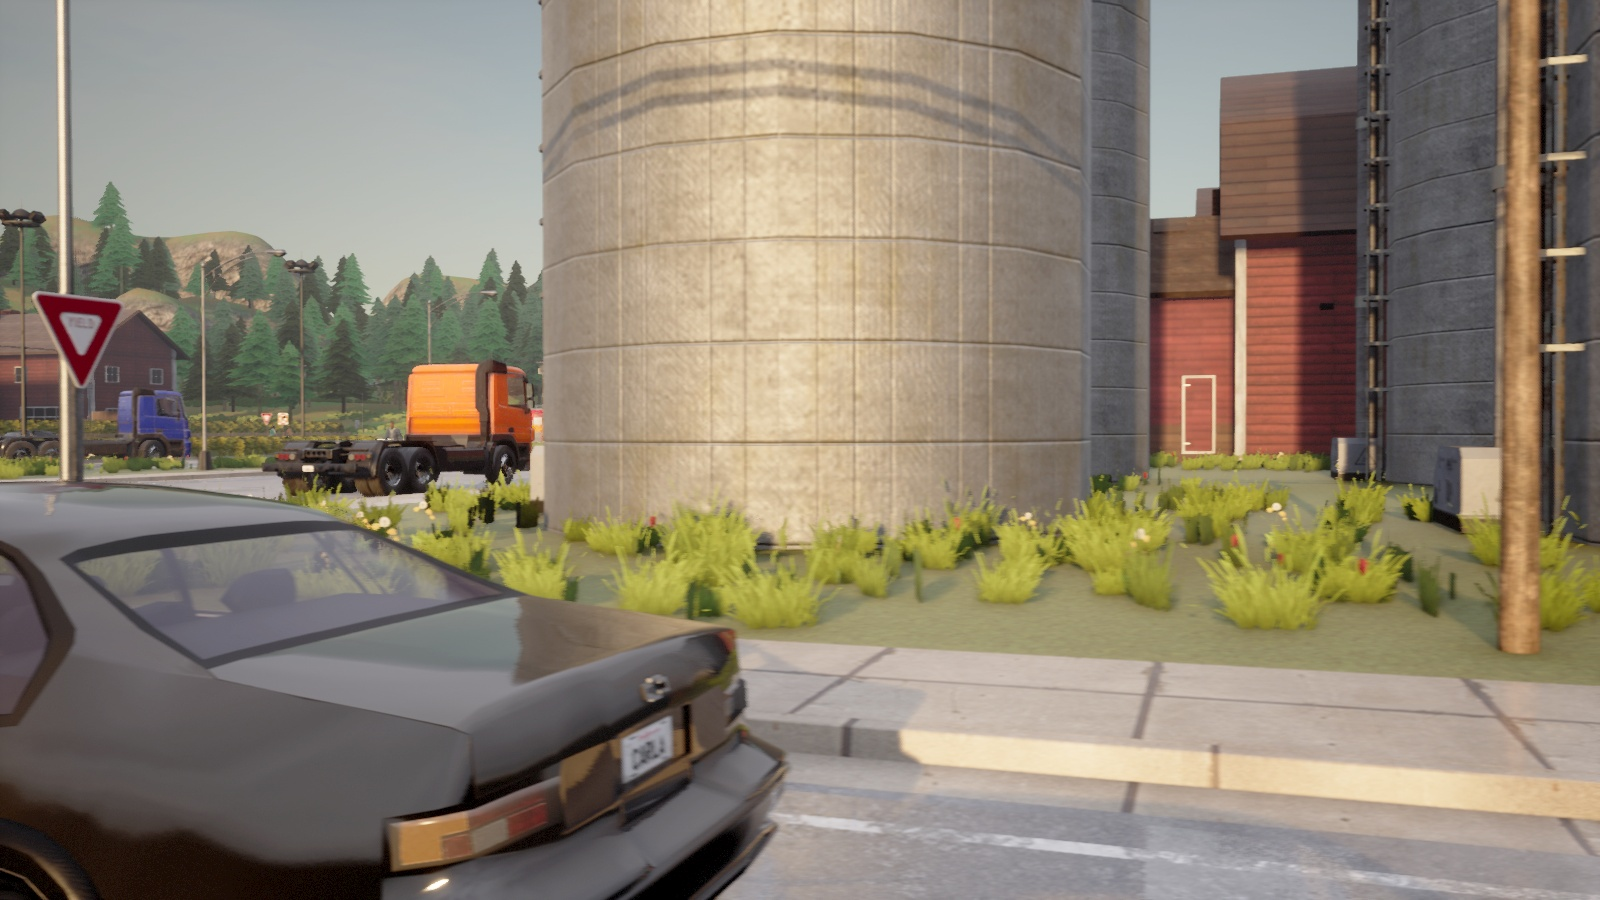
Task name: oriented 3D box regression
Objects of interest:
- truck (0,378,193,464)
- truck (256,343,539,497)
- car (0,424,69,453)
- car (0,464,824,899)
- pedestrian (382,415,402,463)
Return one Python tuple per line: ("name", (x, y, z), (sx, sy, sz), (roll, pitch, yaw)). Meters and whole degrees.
("truck", (-30.853, -1.212, 54.166), (2.891, 3.462, 7.936), (2, 2, 44))
("truck", (-10.025, -0.744, 32.440), (2.891, 3.462, 7.936), (1, 1, 18))
("car", (-45.843, -0.703, 73.838), (2.033, 1.649, 4.856), (1, 1, 18))
("car", (-2.790, 0.791, 4.105), (5.357, 1.411, 2.033), (1, 1, 20))
("pedestrian", (-16.616, -0.451, 51.151), (0.423, 1.949, 0.788), (1, 1, 17))
